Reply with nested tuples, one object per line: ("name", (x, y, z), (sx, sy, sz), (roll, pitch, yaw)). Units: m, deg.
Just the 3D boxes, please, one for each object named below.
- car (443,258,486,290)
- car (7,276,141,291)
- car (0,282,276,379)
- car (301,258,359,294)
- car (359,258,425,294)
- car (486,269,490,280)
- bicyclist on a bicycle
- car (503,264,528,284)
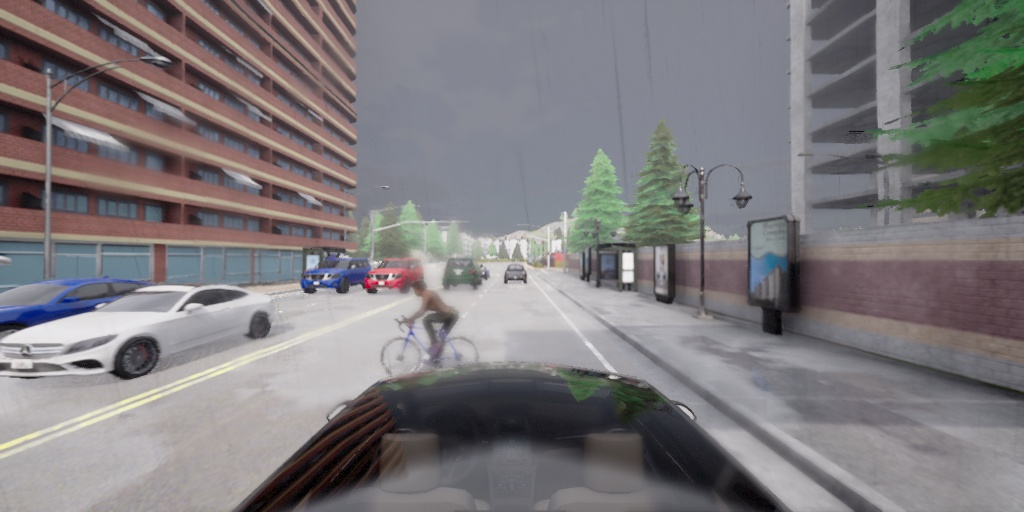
("car", (-3.239, 1.164, 24.386), (2.150, 2.045, 5.566), (0, 0, 0))
("car", (-10.558, 1.284, 8.507), (1.882, 1.535, 5.008), (0, 0, 0))
("car", (-7.063, 1.324, 7.515), (1.812, 1.442, 4.674), (0, -1, 0))
("car", (-10.443, 1.144, 21.986), (2.150, 2.045, 5.566), (0, -1, 1))
("car", (-6.947, 1.145, 21.942), (2.150, 2.045, 5.566), (0, -1, 1))
("car", (-3.191, 1.633, 34.841), (1.895, 1.301, 4.718), (0, 0, 1))
("bicyclist on a bicycle", (-1.384, 1.238, 6.006), (1.656, 1.620, 0.582), (-1, 0, 0))
("car", (0.299, 1.482, 29.962), (2.128, 1.511, 4.902), (0, 0, 0))
